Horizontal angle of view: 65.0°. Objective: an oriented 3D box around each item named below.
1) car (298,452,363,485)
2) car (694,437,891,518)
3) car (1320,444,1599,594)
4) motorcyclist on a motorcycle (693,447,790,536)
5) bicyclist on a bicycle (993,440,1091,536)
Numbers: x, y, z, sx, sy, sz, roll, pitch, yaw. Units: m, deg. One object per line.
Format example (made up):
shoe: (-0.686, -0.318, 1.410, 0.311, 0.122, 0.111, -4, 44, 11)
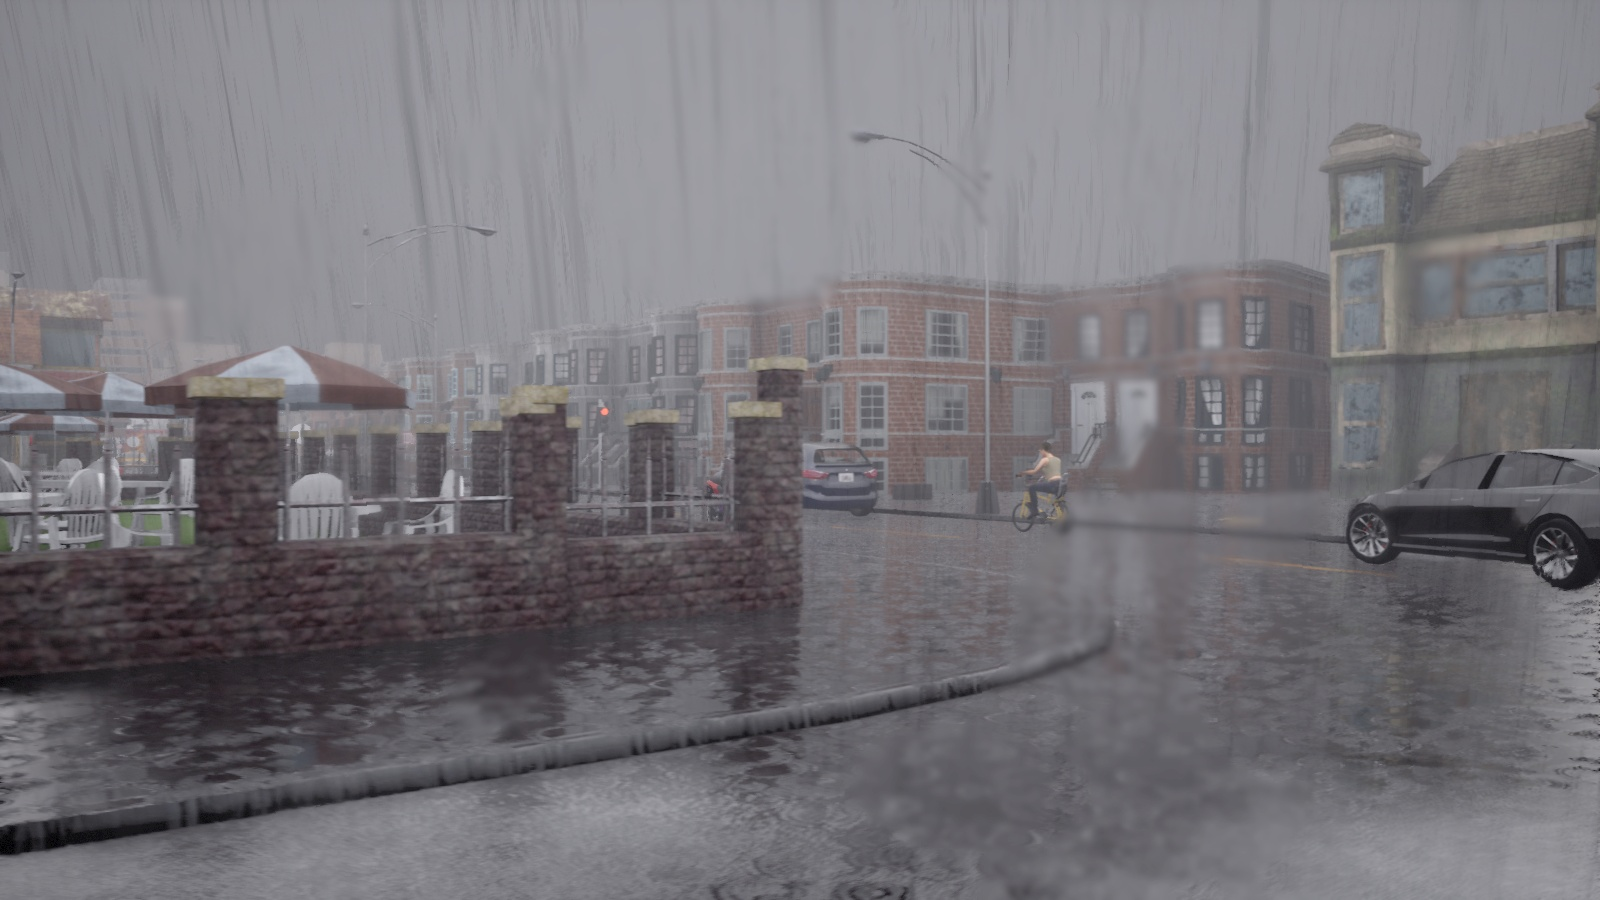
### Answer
car: (-22.953, 0.867, 61.295, 1.837, 1.490, 4.892, 0, 1, -35)
car: (-0.273, 0.576, 28.598, 2.242, 1.667, 4.611, 0, 0, -35)
car: (8.581, 0.685, 14.815, 2.163, 1.488, 4.792, 0, 0, -13)
motorcyclist on a motorcycle: (-1.083, 0.723, 22.751, 0.797, 1.523, 2.044, 0, 0, -35)
bicyclist on a bicycle: (4.240, 0.643, 22.063, 0.866, 1.612, 1.509, 0, 0, -34)
